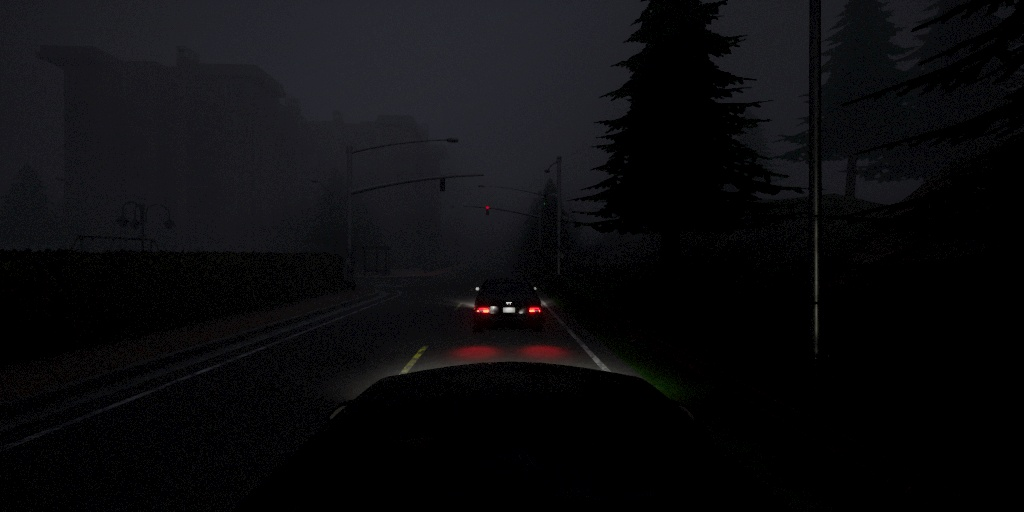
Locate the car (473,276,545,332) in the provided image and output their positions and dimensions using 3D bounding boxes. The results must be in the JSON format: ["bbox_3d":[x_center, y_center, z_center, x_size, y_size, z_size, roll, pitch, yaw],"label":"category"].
[{"bbox_3d":[-0.158,1.297,10.817,2.033,1.411,5.357,0,0,-2],"label":"car"}]
